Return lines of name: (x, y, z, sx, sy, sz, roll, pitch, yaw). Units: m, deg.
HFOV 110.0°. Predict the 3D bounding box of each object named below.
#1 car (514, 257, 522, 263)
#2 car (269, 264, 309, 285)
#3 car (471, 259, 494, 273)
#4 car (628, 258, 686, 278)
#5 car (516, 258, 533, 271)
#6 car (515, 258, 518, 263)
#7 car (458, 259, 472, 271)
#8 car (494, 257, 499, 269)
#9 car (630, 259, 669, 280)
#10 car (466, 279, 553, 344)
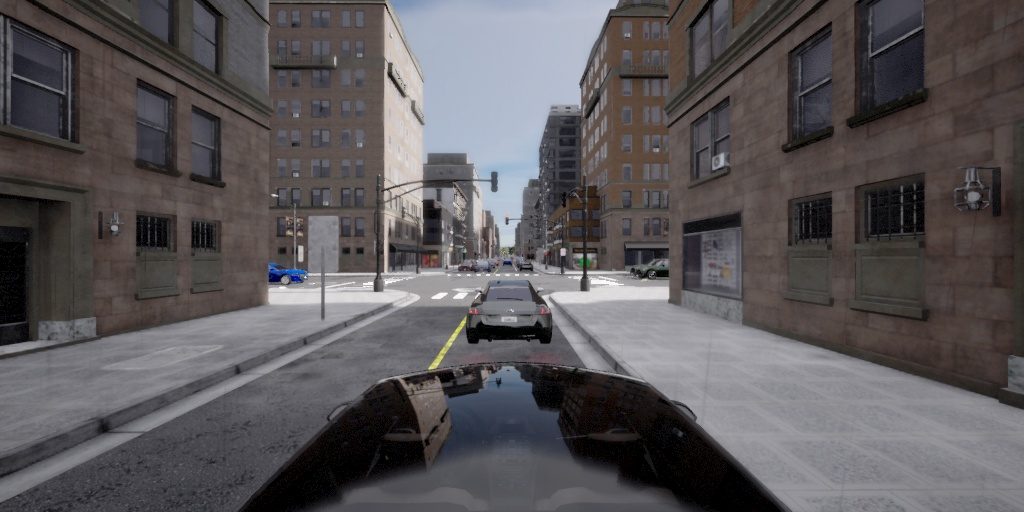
car: (1.766, 1.387, 65.217, 1.948, 1.339, 4.313, 0, 0, 0)
car: (-17.583, 1.288, 26.197, 5.008, 1.535, 1.882, 0, 0, 1)
car: (-3.574, 1.310, 44.668, 1.812, 1.442, 4.674, 0, 0, 1)
car: (13.378, 1.052, 33.313, 4.553, 1.767, 2.097, 0, 0, -1)
car: (1.901, 1.356, 48.685, 1.948, 1.339, 4.313, 0, 0, 0)
car: (1.811, 1.392, 59.707, 1.802, 1.307, 4.207, 0, 0, 0)
car: (-6.124, 1.230, 48.620, 1.967, 1.591, 4.097, 0, 0, 0)
car: (-3.653, 1.354, 58.106, 2.033, 1.411, 5.357, 0, 0, 0)
car: (12.730, 1.048, 30.053, 4.553, 1.767, 2.097, 0, 0, -1)
car: (-0.070, 1.314, 9.613, 1.994, 1.385, 4.181, 0, 0, 0)
